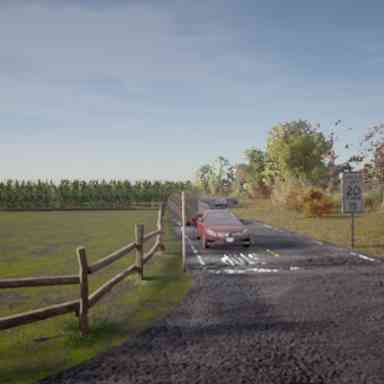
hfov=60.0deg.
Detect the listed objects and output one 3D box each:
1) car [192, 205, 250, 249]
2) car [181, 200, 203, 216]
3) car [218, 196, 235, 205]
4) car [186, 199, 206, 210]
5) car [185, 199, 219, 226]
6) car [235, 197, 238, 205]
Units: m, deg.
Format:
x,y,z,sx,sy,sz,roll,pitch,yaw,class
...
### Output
x,y,z,sx,sy,sz,roll,pitch,yaw,class
1.230,1.547,14.883,1.812,1.442,4.674,-1,0,-5,car
0.044,1.618,33.694,1.994,1.385,4.181,-1,0,1,car
4.612,1.563,48.973,2.033,1.411,5.357,-1,0,14,car
0.587,1.617,43.708,1.994,1.385,4.181,-1,0,8,car
0.461,1.518,24.310,1.882,1.535,5.008,-1,0,-4,car
7.105,1.500,59.263,1.837,1.490,4.892,-1,0,11,car
